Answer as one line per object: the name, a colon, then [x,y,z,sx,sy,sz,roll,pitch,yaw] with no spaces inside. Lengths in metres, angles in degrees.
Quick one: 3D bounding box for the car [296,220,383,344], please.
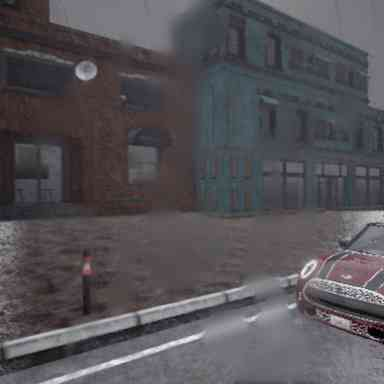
car: [4.028,1.335,6.252,4.553,1.767,2.097,0,0,-35]
